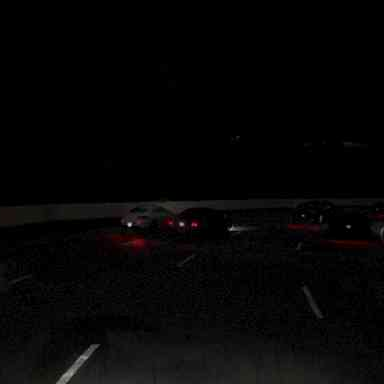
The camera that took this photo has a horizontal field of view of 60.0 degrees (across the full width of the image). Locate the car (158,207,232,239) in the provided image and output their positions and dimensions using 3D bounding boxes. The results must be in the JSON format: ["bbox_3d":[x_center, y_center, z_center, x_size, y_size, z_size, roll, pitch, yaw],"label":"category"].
[{"bbox_3d":[0.539,1.542,17.570,2.033,1.411,5.357,0,0,24],"label":"car"}]

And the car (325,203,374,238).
[{"bbox_3d":[8.680,1.520,18.189,1.882,1.535,5.008,0,0,27],"label":"car"}]

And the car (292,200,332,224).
[{"bbox_3d":[9.303,1.520,25.479,1.882,1.535,5.008,0,0,36],"label":"car"}]

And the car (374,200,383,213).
[{"bbox_3d":[21.685,1.637,36.565,4.674,1.442,1.812,0,0,-31],"label":"car"}]

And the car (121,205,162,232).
[{"bbox_3d":[-2.392,1.502,19.828,1.812,1.442,4.674,0,0,24],"label":"car"}]

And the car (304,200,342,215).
[{"bbox_3d":[14.026,1.591,35.453,4.674,1.442,1.812,0,0,-41],"label":"car"}]
